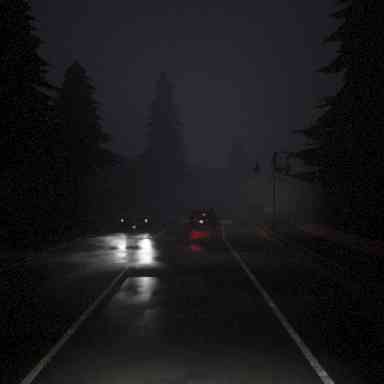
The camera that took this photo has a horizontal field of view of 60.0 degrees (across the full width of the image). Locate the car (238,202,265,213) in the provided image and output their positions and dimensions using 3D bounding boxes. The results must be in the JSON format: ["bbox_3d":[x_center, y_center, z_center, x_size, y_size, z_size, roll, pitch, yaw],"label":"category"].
[{"bbox_3d":[7.439,1.899,41.047,1.895,1.301,4.718,0,-1,31],"label":"car"}]

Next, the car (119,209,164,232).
[{"bbox_3d":[-3.137,1.759,21.590,1.895,1.301,4.718,0,0,7],"label":"car"}]

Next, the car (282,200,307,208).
[{"bbox_3d":[17.764,2.018,57.459,4.718,1.301,1.895,0,-1,-36],"label":"car"}]

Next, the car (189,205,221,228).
[{"bbox_3d":[0.986,1.680,24.023,1.837,1.490,4.892,-1,0,9],"label":"car"}]
